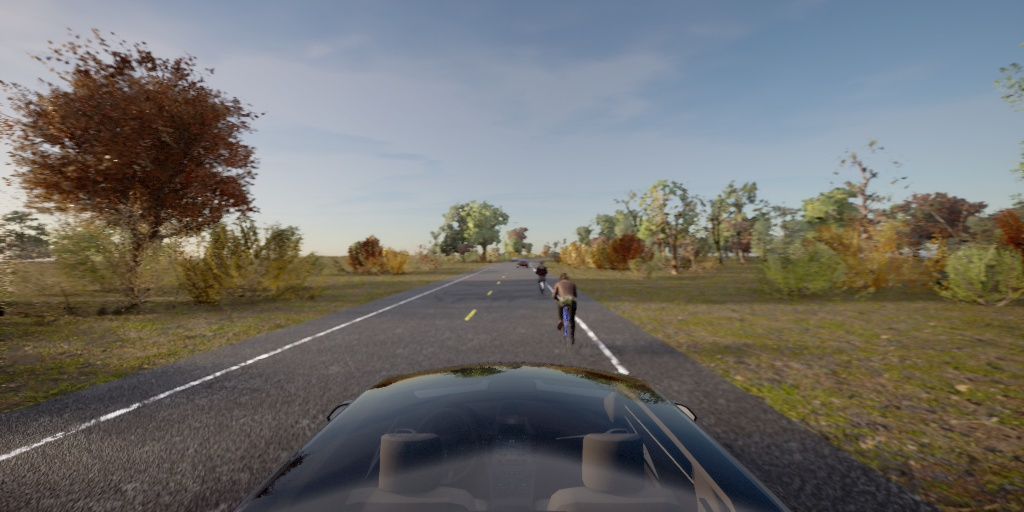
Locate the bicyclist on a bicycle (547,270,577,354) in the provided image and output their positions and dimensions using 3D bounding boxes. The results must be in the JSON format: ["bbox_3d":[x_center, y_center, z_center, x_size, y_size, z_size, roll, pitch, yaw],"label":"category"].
[{"bbox_3d":[1.175,1.195,7.808,0.582,1.620,1.656,0,0,2],"label":"bicyclist on a bicycle"}]

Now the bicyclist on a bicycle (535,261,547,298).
[{"bbox_3d":[1.445,1.113,17.460,0.659,1.776,1.843,0,0,2],"label":"bicyclist on a bicycle"}]

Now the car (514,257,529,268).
[{"bbox_3d":[1.784,1.207,60.442,1.837,1.490,4.892,0,0,2],"label":"car"}]
